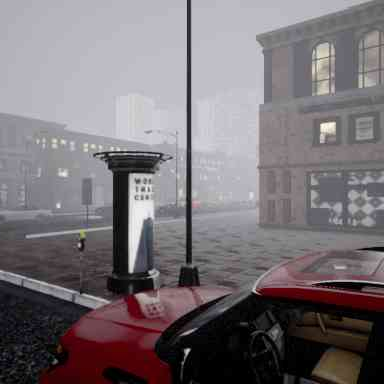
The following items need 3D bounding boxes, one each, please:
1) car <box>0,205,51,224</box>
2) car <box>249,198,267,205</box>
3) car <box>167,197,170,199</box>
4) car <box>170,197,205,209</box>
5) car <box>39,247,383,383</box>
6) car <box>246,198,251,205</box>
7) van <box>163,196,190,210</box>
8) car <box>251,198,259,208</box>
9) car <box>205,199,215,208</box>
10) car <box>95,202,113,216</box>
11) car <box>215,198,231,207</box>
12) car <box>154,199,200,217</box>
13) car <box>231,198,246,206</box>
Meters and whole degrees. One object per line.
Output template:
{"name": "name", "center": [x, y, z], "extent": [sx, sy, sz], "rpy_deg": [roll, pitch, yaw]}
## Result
{"name": "car", "center": [-13.568, 1.668, 25.799], "extent": [1.895, 1.301, 4.718], "rpy_deg": [0, 0, 35]}
{"name": "car", "center": [13.817, 1.876, 69.277], "extent": [2.008, 1.369, 4.403], "rpy_deg": [0, -1, 35]}
{"name": "car", "center": [-5.344, 1.674, 42.010], "extent": [1.752, 1.417, 4.829], "rpy_deg": [0, 0, 35]}
{"name": "car", "center": [-0.705, 1.523, 44.075], "extent": [2.097, 1.767, 4.553], "rpy_deg": [0, 0, 35]}
{"name": "car", "center": [1.156, 1.315, 2.051], "extent": [5.009, 1.841, 2.192], "rpy_deg": [0, 0, 36]}
{"name": "car", "center": [10.640, 1.846, 64.755], "extent": [2.008, 1.369, 4.403], "rpy_deg": [0, -1, 35]}
{"name": "van", "center": [-2.070, 1.518, 46.672], "extent": [1.690, 1.788, 3.998], "rpy_deg": [0, 0, 35]}
{"name": "car", "center": [11.142, 1.676, 50.896], "extent": [1.967, 1.590, 4.097], "rpy_deg": [0, -1, 35]}
{"name": "car", "center": [1.108, 1.756, 51.192], "extent": [2.008, 1.369, 4.403], "rpy_deg": [0, 0, 35]}
{"name": "car", "center": [-7.801, 1.676, 33.986], "extent": [1.994, 1.385, 4.181], "rpy_deg": [0, 0, 36]}
{"name": "car", "center": [4.187, 1.759, 55.574], "extent": [1.752, 1.417, 4.829], "rpy_deg": [0, -1, 35]}
{"name": "car", "center": [-1.524, 1.670, 32.782], "extent": [1.887, 1.381, 4.507], "rpy_deg": [0, 0, 35]}
{"name": "car", "center": [7.463, 1.815, 60.234], "extent": [2.008, 1.369, 4.403], "rpy_deg": [0, -1, 35]}
